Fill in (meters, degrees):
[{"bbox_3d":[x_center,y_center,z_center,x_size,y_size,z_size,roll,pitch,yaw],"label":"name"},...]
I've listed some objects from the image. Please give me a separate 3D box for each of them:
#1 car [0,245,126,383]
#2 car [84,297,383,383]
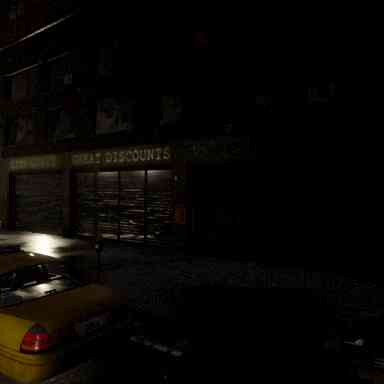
[{"bbox_3d":[-3.056,1.524,5.267,4.829,1.417,1.752,0,1,36],"label":"car"},{"bbox_3d":[1.628,1.551,1.922,4.403,1.369,2.008,0,1,36],"label":"car"}]
